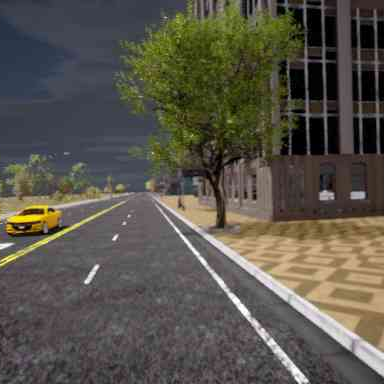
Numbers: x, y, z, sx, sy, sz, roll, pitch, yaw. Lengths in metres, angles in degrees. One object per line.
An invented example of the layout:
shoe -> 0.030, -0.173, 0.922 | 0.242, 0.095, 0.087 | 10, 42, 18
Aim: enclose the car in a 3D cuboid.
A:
car -> -9.309, 1.601, 20.011 | 1.882, 1.535, 5.008 | -2, 0, -8
